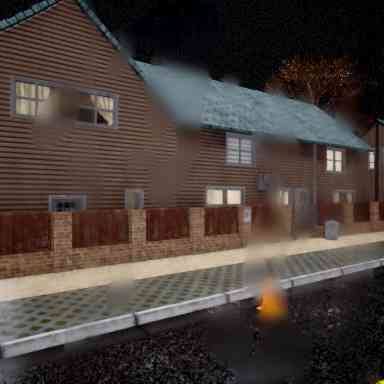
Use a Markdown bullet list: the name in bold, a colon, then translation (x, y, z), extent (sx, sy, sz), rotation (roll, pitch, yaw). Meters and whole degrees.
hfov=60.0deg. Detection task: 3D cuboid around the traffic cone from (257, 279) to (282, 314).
- **traffic cone**: translation (1.473, 1.954, 6.358), extent (0.340, 0.580, 0.340), rotation (0, 0, -34)
